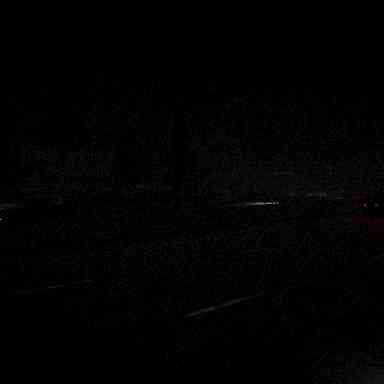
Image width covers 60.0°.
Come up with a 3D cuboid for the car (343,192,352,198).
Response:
[{"bbox_3d":[36.409,0.637,78.052,2.033,1.411,5.357,-1,0,22],"label":"car"}]

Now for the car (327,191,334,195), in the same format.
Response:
[{"bbox_3d":[35.386,0.343,85.151,1.882,1.535,5.008,-1,0,20],"label":"car"}]

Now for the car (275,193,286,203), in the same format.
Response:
[{"bbox_3d":[15.963,1.083,55.243,1.994,1.385,4.181,-1,0,36],"label":"car"}]

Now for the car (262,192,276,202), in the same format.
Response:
[{"bbox_3d":[14.059,0.888,58.621,2.097,1.767,4.553,-1,0,35],"label":"car"}]

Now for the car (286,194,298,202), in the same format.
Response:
[{"bbox_3d":[16.174,1.045,49.565,1.837,1.490,4.892,-1,0,37],"label":"car"}]

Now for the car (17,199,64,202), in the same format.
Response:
[{"bbox_3d":[-12.081,1.581,25.702,4.902,1.511,2.128,-1,0,-38],"label":"car"}]

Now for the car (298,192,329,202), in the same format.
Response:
[{"bbox_3d":[15.990,1.093,43.598,1.812,1.442,4.674,-1,0,39],"label":"car"}]

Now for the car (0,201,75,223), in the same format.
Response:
[{"bbox_3d":[-10.511,1.584,22.499,4.892,1.490,1.837,-1,0,-38],"label":"car"}]

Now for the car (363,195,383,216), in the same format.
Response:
[{"bbox_3d":[15.460,0.999,26.753,2.097,1.767,4.553,-1,0,44],"label":"car"}]

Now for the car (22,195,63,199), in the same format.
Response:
[{"bbox_3d":[-13.786,1.325,28.772,5.566,2.045,2.150,-1,0,-38],"label":"car"}]
